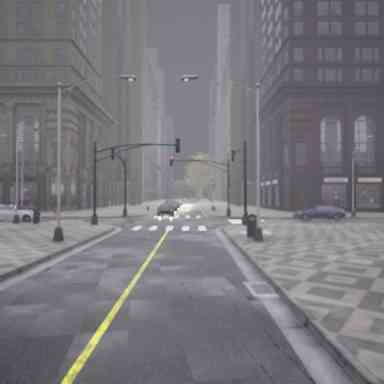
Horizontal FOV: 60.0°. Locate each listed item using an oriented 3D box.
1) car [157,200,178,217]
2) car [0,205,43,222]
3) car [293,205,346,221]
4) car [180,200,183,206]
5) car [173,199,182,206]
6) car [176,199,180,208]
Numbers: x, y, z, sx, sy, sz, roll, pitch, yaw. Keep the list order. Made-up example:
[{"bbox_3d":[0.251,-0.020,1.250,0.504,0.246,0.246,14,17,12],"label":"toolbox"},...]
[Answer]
[{"bbox_3d":[-2.931,1.976,37.449,2.033,1.411,5.357,0,-1,-4],"label":"car"},{"bbox_3d":[-14.911,1.793,27.635,4.674,1.442,1.812,0,-1,-1],"label":"car"},{"bbox_3d":[11.800,1.917,30.902,4.674,1.442,1.812,0,-1,2],"label":"car"},{"bbox_3d":[-3.217,2.244,61.821,1.812,1.442,4.674,0,-1,0],"label":"car"},{"bbox_3d":[-3.196,2.406,75.614,1.812,1.442,4.674,0,-1,0],"label":"car"},{"bbox_3d":[-3.221,1.917,49.225,2.097,1.767,4.553,0,-1,0],"label":"car"}]
